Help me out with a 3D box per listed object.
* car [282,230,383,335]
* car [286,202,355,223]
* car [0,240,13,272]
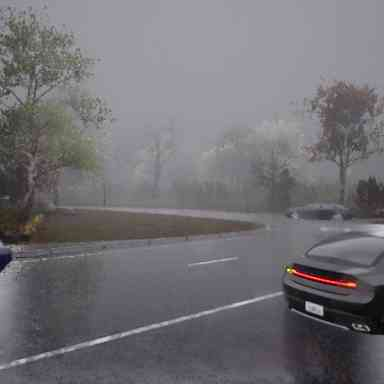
[{"bbox_3d":[3.815,1.516,6.441,4.892,1.490,1.837,0,0,-36],"label":"car"},{"bbox_3d":[9.962,1.515,26.014,5.008,1.535,1.882,0,2,29],"label":"car"},{"bbox_3d":[-6.905,1.598,7.658,4.718,1.301,1.895,0,0,-36],"label":"car"}]
